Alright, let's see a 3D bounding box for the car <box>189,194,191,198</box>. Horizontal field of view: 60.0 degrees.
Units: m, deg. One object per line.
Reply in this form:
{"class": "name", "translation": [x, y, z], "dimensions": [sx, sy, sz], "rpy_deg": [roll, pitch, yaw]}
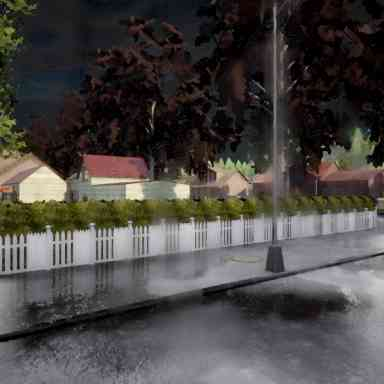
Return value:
{"class": "car", "translation": [-2.188, 1.221, 57.477], "dimensions": [2.150, 2.045, 5.566], "rpy_deg": [0, 0, -35]}
